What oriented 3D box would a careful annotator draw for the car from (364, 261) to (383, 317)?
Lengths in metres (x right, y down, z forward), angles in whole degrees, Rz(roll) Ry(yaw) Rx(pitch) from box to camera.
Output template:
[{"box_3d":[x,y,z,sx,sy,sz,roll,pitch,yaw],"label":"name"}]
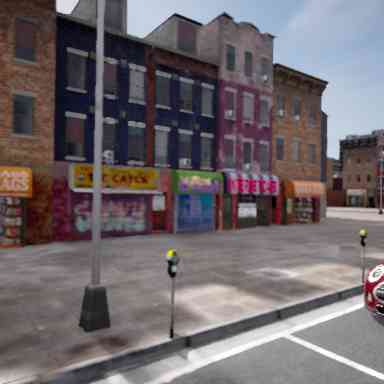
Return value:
[{"box_3d":[5.141,1.526,6.471,4.097,1.590,1.967,1,0,-36],"label":"car"}]
